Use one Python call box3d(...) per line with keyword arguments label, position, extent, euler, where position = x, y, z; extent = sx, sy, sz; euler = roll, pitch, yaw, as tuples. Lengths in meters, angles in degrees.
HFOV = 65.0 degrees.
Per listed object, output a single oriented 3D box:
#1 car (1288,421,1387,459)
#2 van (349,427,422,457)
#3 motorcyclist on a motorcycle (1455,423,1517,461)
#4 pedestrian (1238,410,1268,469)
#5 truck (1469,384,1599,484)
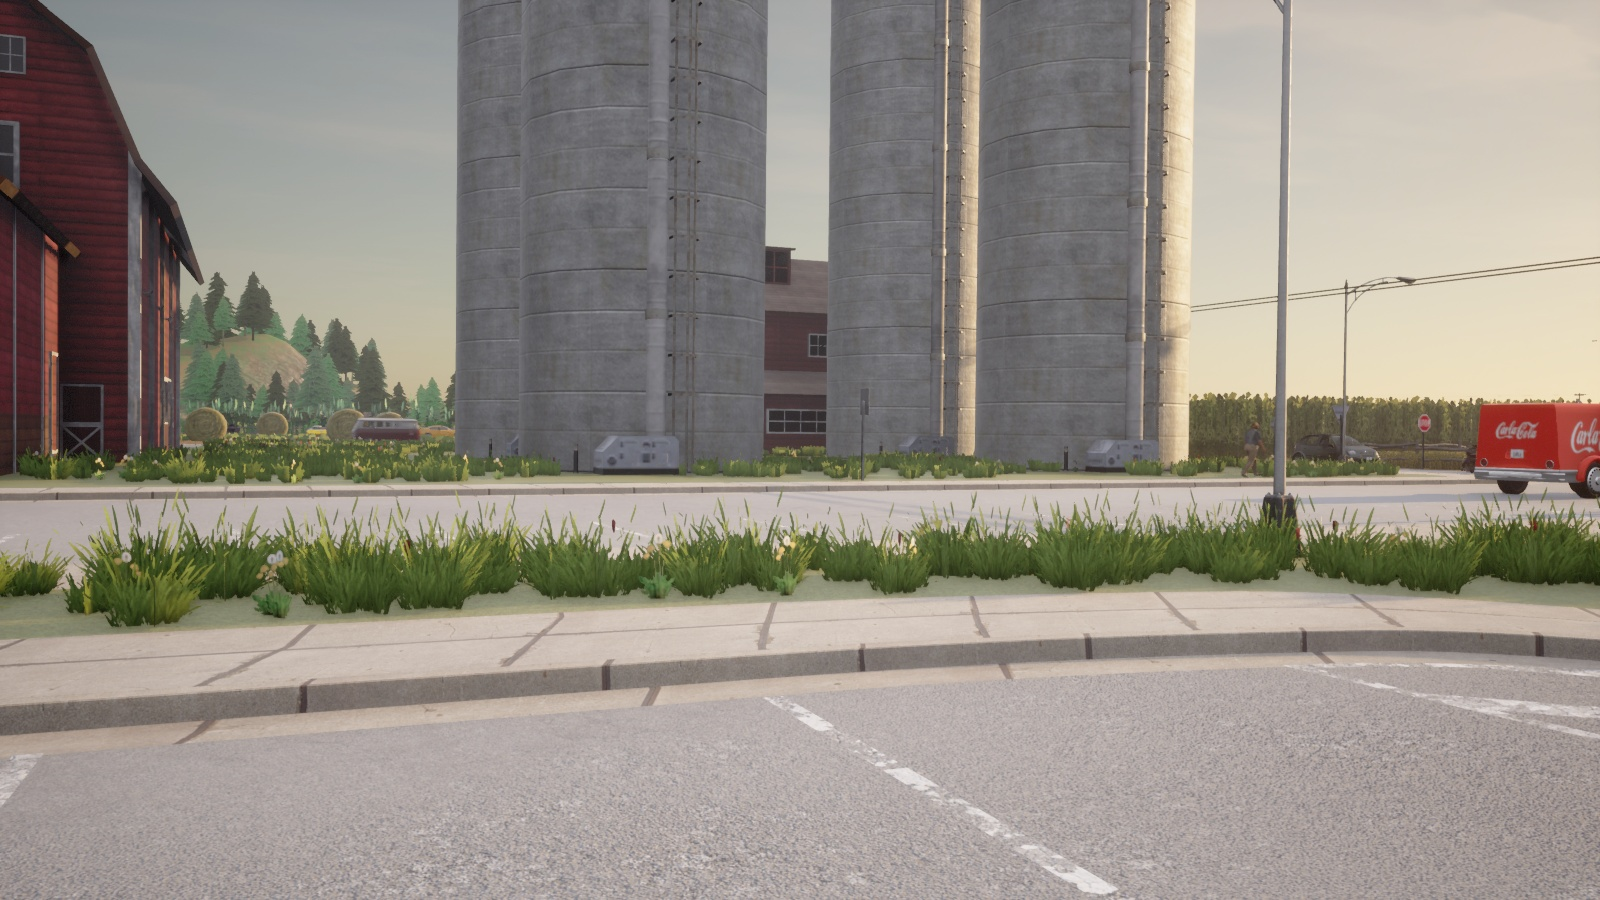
box3d(label="car", position=(23.730, -0.465, 55.622), extent=(1.851, 1.617, 3.988), euler=(-1, 1, -18))
box3d(label="van", position=(-27.885, -0.549, 84.469), extent=(4.442, 1.987, 1.775), euler=(-1, 1, -24))
box3d(label="motorcyclist on a motorcycle", position=(28.713, -0.333, 52.610), extent=(0.866, 1.530, 2.191), euler=(-1, 1, -23))
box3d(label="pedestrian", position=(14.315, -0.347, 39.691), extent=(0.694, 1.848, 0.540), euler=(-1, 1, -16))
box3d(label="truck", position=(20.825, -0.458, 33.489), extent=(5.204, 2.467, 2.627), euler=(-1, 1, -24))
